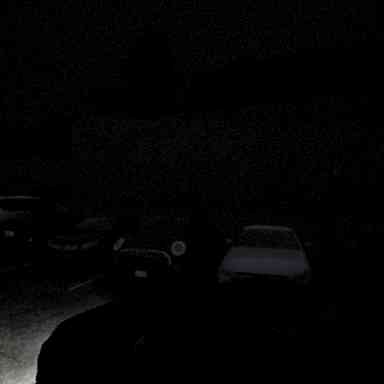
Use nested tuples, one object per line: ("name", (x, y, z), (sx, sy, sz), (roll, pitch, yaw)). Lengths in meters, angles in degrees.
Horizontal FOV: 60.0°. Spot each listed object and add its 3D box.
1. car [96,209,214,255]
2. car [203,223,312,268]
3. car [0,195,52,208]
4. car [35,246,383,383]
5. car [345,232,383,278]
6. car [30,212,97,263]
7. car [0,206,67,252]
("car", (-0.588, 1.349, 9.940), (2.185, 1.767, 4.553), (1, -1, 16))
("car", (1.846, 1.522, 8.169), (2.002, 1.452, 4.674), (1, -1, 16))
("car", (-7.927, 1.175, 15.170), (2.435, 2.045, 5.566), (1, 0, 15))
("car", (0.405, 1.563, 3.089), (4.181, 1.385, 1.994), (0, 0, 35))
("car", (4.283, 1.487, 6.419), (2.097, 1.535, 5.008), (0, -1, 15))
("car", (-3.039, 1.506, 11.652), (2.002, 1.452, 4.674), (1, 0, 15))
("car", (-5.489, 1.476, 13.427), (2.163, 1.488, 4.792), (0, -1, 15))
